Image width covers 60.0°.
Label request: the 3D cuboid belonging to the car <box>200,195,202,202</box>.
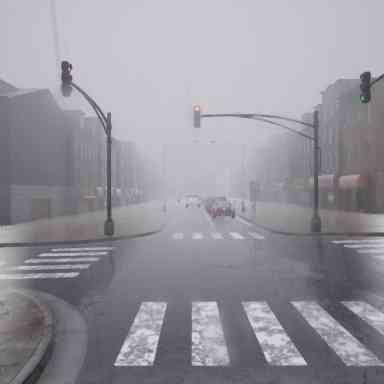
[{"bbox_3d":[2.713,1.530,51.301,1.967,1.590,4.097,-1,0,0],"label":"car"}]

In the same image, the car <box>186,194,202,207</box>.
[{"bbox_3d":[0.187,1.316,52.834,2.150,2.045,5.566,0,0,0],"label":"car"}]

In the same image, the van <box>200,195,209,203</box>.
[{"bbox_3d":[2.748,1.511,72.911,1.690,1.788,3.998,-1,0,0],"label":"van"}]

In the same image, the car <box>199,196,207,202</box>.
[{"bbox_3d":[2.768,1.800,83.714,1.802,1.307,4.206,-1,0,0],"label":"car"}]

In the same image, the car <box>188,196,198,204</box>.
[{"bbox_3d":[0.215,1.656,69.658,1.837,1.490,4.892,0,0,0],"label":"car"}]

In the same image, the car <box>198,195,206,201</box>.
[{"bbox_3d":[2.784,1.711,94.520,1.967,1.590,4.097,-1,0,0],"label":"car"}]

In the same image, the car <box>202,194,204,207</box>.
[{"bbox_3d":[2.694,1.373,40.496,2.192,1.841,5.009,-1,0,0],"label":"car"}]

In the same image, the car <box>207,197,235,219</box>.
[{"bbox_3d":[2.678,1.472,29.691,1.967,1.590,4.097,-1,0,0],"label":"car"}]

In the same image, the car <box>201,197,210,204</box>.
[{"bbox_3d":[2.741,1.674,67.677,1.752,1.417,4.829,-1,0,0],"label":"car"}]

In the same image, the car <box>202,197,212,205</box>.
[{"bbox_3d":[2.732,1.653,62.275,1.752,1.417,4.829,-1,0,0],"label":"car"}]

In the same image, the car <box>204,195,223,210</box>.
[{"bbox_3d":[2.686,1.360,35.094,2.192,1.841,5.009,-1,0,0],"label":"car"}]
